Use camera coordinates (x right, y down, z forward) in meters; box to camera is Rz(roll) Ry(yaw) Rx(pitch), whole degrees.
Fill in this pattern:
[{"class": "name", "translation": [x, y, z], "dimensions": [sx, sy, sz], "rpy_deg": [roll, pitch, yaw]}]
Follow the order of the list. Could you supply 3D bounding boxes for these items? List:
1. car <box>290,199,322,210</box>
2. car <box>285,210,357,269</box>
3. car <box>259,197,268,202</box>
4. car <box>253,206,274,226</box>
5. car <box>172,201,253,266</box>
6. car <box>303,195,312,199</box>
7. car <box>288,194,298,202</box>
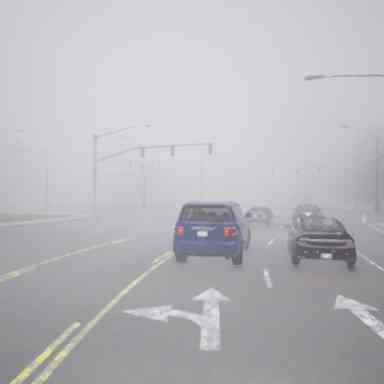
[{"class": "car", "translation": [8.681, 1.617, 25.066], "dimensions": [2.097, 1.767, 4.553], "rpy_deg": [0, -1, 19]}, {"class": "car", "translation": [4.406, 1.621, 11.781], "dimensions": [2.128, 1.511, 4.902], "rpy_deg": [0, 0, 14]}, {"class": "car", "translation": [18.238, 1.859, 84.542], "dimensions": [1.895, 1.301, 4.718], "rpy_deg": [0, 0, 19]}, {"class": "car", "translation": [5.324, 1.808, 26.091], "dimensions": [2.033, 1.411, 5.357], "rpy_deg": [0, 0, 18]}, {"class": "car", "translation": [0.915, 1.334, 12.305], "dimensions": [2.150, 2.045, 5.566], "rpy_deg": [0, 0, 13]}, {"class": "car", "translation": [28.717, 1.602, 82.766], "dimensions": [2.097, 1.767, 4.553], "rpy_deg": [0, 0, 19]}, {"class": "car", "translation": [25.278, 1.795, 83.519], "dimensions": [1.994, 1.385, 4.181], "rpy_deg": [0, 0, 19]}]
